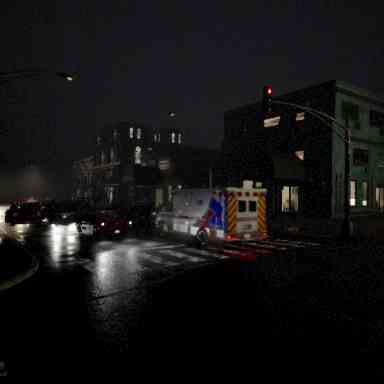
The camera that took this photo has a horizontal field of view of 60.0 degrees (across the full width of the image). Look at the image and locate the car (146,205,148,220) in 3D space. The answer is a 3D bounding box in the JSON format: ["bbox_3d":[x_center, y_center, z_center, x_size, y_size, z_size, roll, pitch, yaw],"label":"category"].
[{"bbox_3d":[-1.065,1.701,23.053,2.008,1.369,4.403,1,-1,-35],"label":"car"}]

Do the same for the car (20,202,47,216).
[{"bbox_3d":[-17.145,1.756,35.840,1.895,1.301,4.718,1,-1,-35],"label":"car"}]

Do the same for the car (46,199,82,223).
[{"bbox_3d":[-10.893,1.594,26.834,2.128,1.511,4.902,1,-1,-35],"label":"car"}]

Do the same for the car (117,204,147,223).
[{"bbox_3d":[-4.194,1.742,27.554,1.947,1.339,4.313,1,-1,-35],"label":"car"}]

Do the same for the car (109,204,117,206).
[{"bbox_3d":[-7.322,1.783,32.053,1.802,1.307,4.206,1,-1,-35],"label":"car"}]

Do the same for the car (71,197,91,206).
[{"bbox_3d":[-14.340,1.574,42.076,2.192,1.841,5.009,1,-1,-35],"label":"car"}]

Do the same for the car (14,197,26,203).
[{"bbox_3d":[-42.924,2.051,83.047,2.008,1.369,4.403,1,-1,-35],"label":"car"}]

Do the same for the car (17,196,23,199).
[{"bbox_3d":[-39.754,1.788,78.492,2.192,1.841,5.009,1,-1,-35],"label":"car"}]

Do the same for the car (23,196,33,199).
[{"bbox_3d":[-33.516,1.944,69.513,1.752,1.417,4.829,1,-1,-35],"label":"car"}]

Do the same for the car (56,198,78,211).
[{"bbox_3d":[-17.536,1.725,46.614,1.967,1.590,4.097,1,-1,-35],"label":"car"}]

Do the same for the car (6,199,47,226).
[{"bbox_3d":[-11.890,1.492,23.495,1.967,1.590,4.097,1,-1,-35],"label":"car"}]

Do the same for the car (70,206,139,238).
[{"bbox_3d":[-4.947,1.655,18.270,1.895,1.301,4.718,1,-1,-35],"label":"car"}]

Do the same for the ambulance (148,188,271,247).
[{"bbox_3d":[0.582,1.112,15.752,2.351,2.431,6.366,1,-1,-35],"label":"ambulance"}]
